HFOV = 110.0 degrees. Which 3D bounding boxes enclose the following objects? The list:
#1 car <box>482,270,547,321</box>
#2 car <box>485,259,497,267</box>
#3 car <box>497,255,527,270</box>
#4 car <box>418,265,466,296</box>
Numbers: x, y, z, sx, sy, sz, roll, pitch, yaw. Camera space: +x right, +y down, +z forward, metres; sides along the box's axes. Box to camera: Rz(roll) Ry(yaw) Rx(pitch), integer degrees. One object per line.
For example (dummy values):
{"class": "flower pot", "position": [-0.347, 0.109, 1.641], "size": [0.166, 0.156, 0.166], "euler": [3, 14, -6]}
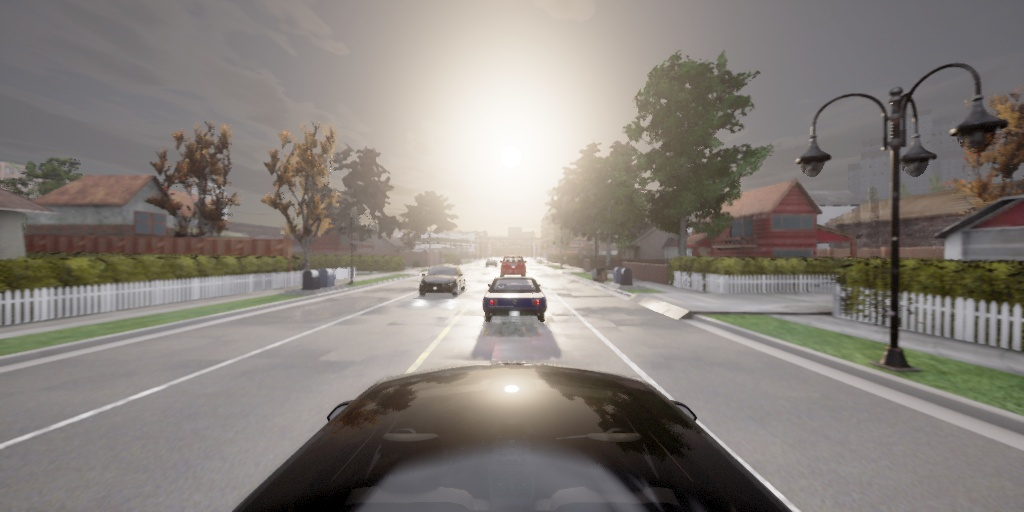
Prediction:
{"class": "car", "position": [0.085, 1.350, 12.422], "size": [1.895, 1.301, 4.718], "euler": [0, 0, 0]}
{"class": "car", "position": [-3.527, 1.160, 61.774], "size": [1.994, 1.385, 4.181], "euler": [0, 0, 1]}
{"class": "car", "position": [0.103, 0.963, 31.372], "size": [2.150, 2.045, 5.566], "euler": [0, 0, 0]}
{"class": "car", "position": [-3.598, 1.255, 19.161], "size": [1.837, 1.490, 4.892], "euler": [0, 0, 0]}
